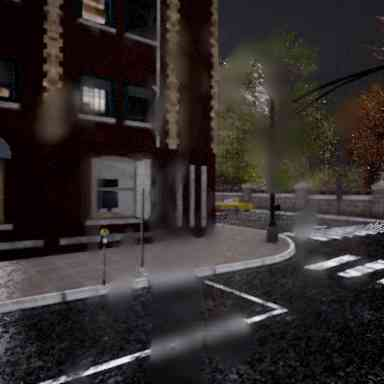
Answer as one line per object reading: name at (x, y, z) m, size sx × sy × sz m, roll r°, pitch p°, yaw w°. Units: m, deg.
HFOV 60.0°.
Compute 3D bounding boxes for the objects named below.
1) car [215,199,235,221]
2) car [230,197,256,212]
car at (0.695, 1.281, 23.340) m, size 1.802 × 1.307 × 4.206 m, roll 2°, pitch 0°, yaw -36°
car at (4.118, 1.168, 32.881) m, size 1.752 × 1.417 × 4.829 m, roll 2°, pitch 0°, yaw -36°
